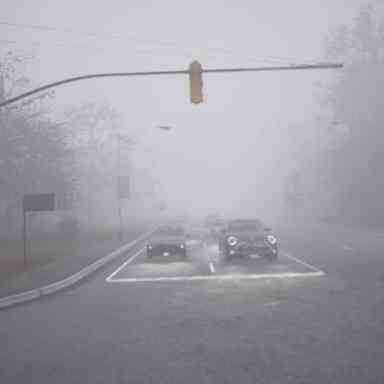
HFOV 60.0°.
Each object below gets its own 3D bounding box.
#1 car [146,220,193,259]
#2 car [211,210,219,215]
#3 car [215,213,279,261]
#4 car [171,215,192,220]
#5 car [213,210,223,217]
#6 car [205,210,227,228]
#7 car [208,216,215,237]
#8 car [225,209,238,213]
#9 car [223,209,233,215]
[{"bbox_3d":[-1.091,2.382,16.784,2.033,1.411,5.357,-2,-3,0],"label":"car"},{"bbox_3d":[6.207,5.524,89.292,1.895,1.301,4.718,-2,-3,0],"label":"car"},{"bbox_3d":[2.398,1.996,15.091,2.097,1.767,4.553,-2,-3,0],"label":"car"},{"bbox_3d":[-1.064,2.798,26.226,1.812,1.442,4.674,-2,-3,0],"label":"car"},{"bbox_3d":[6.181,5.103,79.293,1.895,1.301,4.718,-2,-3,0],"label":"car"},{"bbox_3d":[2.476,3.189,38.089,1.882,1.535,5.008,-2,-2,0],"label":"car"},{"bbox_3d":[2.430,2.662,24.073,1.895,1.301,4.718,-2,-3,0],"label":"car"},{"bbox_3d":[9.674,4.850,78.856,1.882,1.535,5.008,-2,-3,0],"label":"car"},{"bbox_3d":[9.703,5.345,89.256,2.033,1.411,5.357,-2,-3,0],"label":"car"}]
